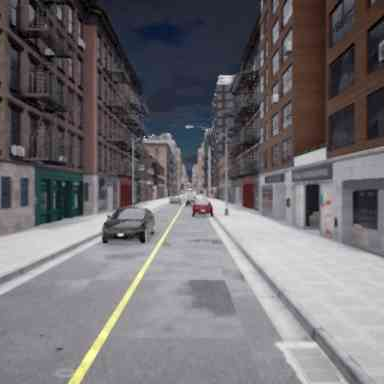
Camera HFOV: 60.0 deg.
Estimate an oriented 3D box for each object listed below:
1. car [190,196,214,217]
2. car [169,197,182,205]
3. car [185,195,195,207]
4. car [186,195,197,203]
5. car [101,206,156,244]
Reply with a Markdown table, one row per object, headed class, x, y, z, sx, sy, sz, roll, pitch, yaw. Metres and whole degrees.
| class | x | y | z | sx | sy | sz | roll | pitch | yaw |
| --- | --- | --- | --- | --- | --- | --- | --- | --- | --- |
| car | 0.949 | 1.411 | 30.785 | 1.882 | 1.535 | 5.008 | 0 | 0 | 0 |
| car | -2.827 | 1.468 | 57.487 | 1.994 | 1.385 | 4.181 | 0 | 0 | 1 |
| car | -0.017 | 1.434 | 49.530 | 1.812 | 1.442 | 4.674 | 0 | 0 | 0 |
| car | -0.030 | 1.371 | 67.367 | 2.128 | 1.511 | 4.902 | 0 | 0 | 0 |
| car | -2.857 | 1.438 | 15.817 | 1.882 | 1.535 | 5.008 | 0 | 0 | 0 |
